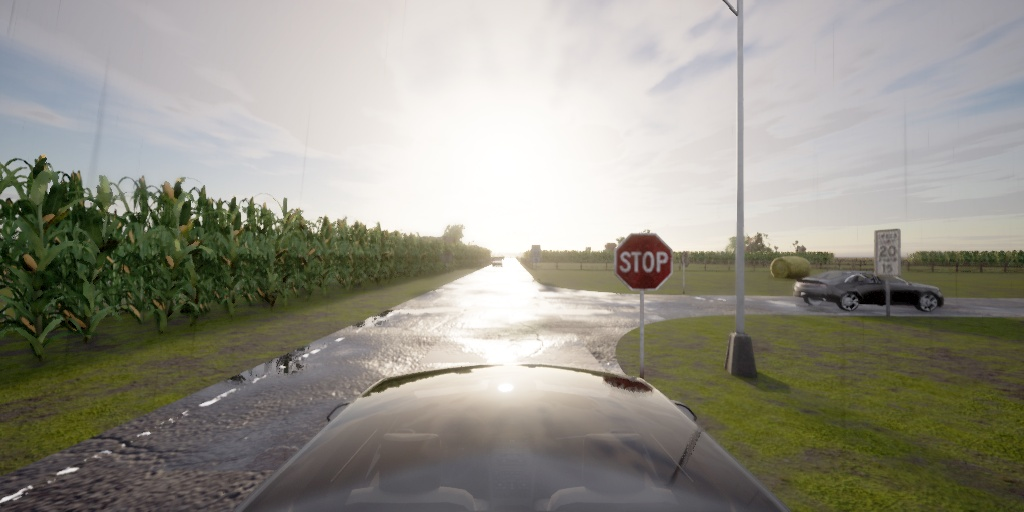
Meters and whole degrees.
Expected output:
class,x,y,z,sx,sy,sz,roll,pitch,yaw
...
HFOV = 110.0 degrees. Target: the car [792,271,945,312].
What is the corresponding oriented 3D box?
class,x,y,z,sx,sy,sz,roll,pitch,yaw
car,14.087,1.347,14.305,4.902,1.511,2.128,0,0,1
